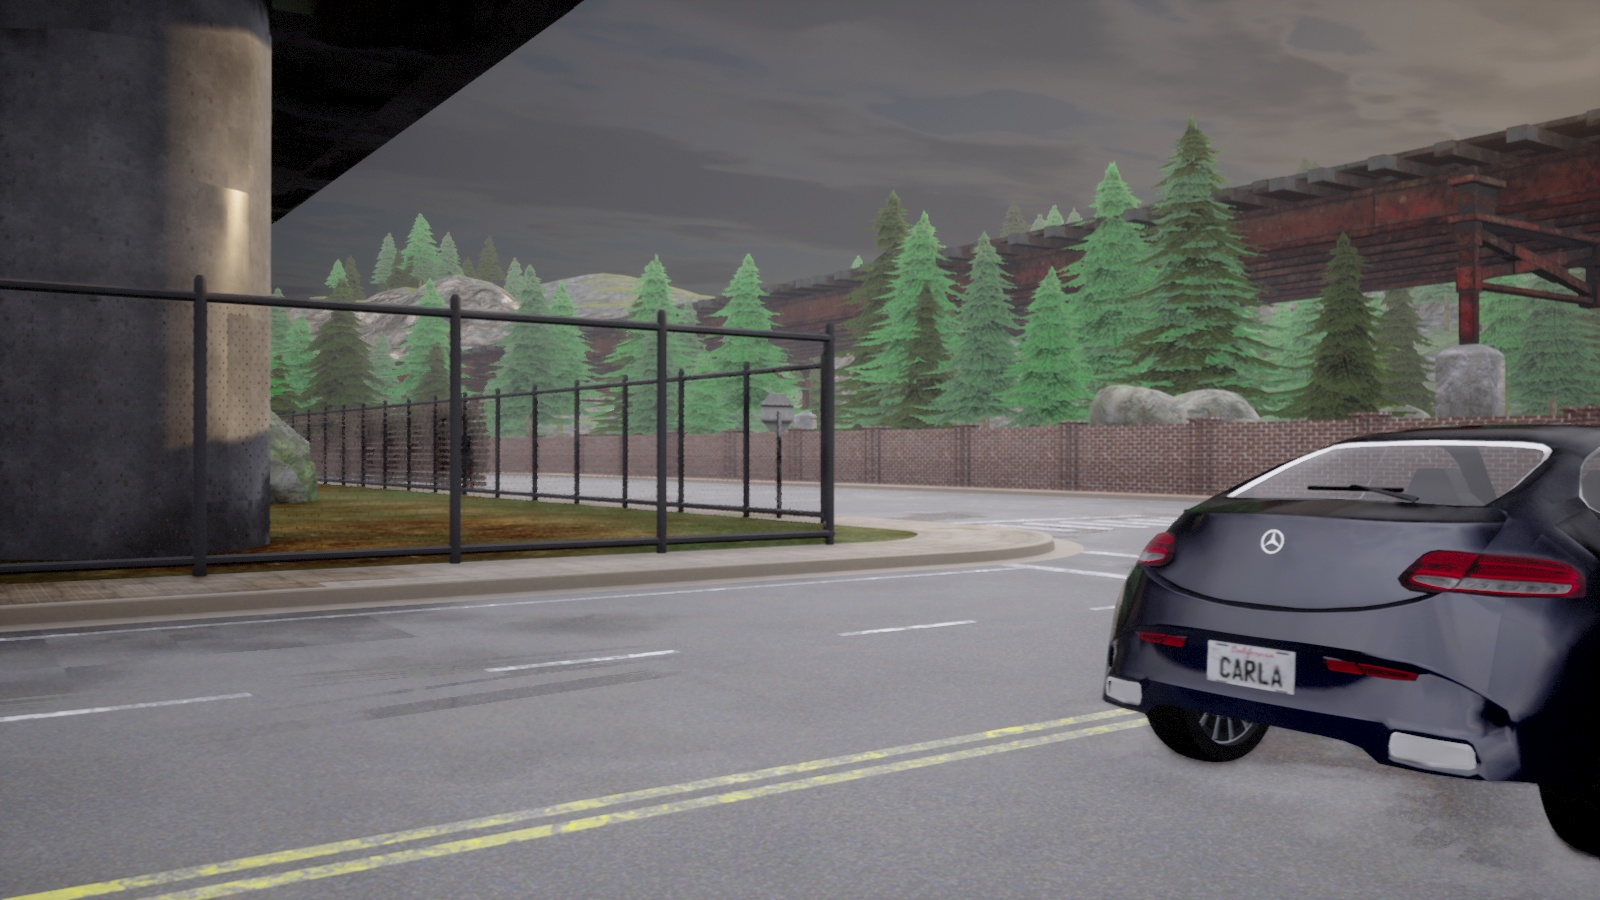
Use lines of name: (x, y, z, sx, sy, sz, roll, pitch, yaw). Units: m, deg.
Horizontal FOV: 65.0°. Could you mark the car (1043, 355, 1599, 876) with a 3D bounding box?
car: (3.792, 0.525, 6.300, 5.027, 1.651, 2.152, 0, 0, -35)
